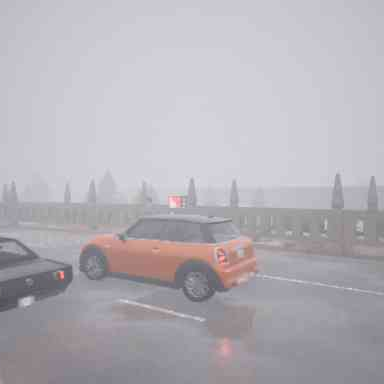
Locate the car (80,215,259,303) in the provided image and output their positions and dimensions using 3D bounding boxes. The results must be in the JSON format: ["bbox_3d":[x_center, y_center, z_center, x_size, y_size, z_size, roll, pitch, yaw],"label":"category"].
[{"bbox_3d":[-0.720,1.353,8.411,4.553,1.767,2.097,0,0,33],"label":"car"}]

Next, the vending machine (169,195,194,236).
[{"bbox_3d":[-0.562,1.195,17.624,0.880,2.100,1.100,0,0,30],"label":"vending machine"}]

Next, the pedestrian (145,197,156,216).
[{"bbox_3d":[-2.123,1.141,16.820,0.375,1.860,0.375,0,0,30],"label":"pedestrian"}]

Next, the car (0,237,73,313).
[{"bbox_3d":[-4.753,1.600,6.887,4.718,1.301,1.895,0,0,31],"label":"car"}]
